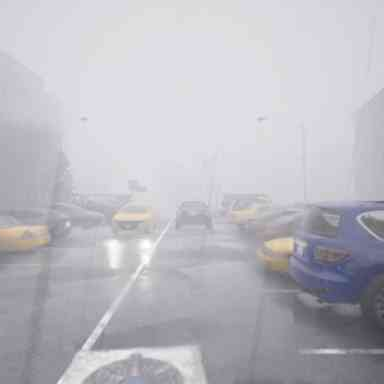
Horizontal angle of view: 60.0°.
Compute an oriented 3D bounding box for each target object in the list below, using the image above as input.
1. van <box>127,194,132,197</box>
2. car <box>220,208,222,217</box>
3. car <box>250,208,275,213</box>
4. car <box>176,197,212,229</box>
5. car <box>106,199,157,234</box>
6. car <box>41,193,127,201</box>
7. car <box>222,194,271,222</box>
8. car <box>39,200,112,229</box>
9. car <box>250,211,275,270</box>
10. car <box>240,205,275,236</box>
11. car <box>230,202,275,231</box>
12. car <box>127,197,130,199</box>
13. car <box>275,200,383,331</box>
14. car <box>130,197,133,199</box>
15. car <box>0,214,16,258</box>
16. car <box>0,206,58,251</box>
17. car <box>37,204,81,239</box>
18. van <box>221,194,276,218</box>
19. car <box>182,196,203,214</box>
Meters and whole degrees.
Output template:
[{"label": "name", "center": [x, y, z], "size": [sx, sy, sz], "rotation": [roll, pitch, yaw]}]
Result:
[{"label": "van", "center": [-7.777, 1.162, 31.089], "size": [4.442, 1.987, 1.878], "rotation": [0, 0, 0]}, {"label": "car", "center": [4.677, 1.352, 25.791], "size": [5.008, 1.535, 2.097], "rotation": [0, 0, 0]}, {"label": "car", "center": [4.674, 1.459, 11.835], "size": [4.674, 1.452, 2.002], "rotation": [0, 0, 0]}, {"label": "car", "center": [0.092, 1.243, 20.988], "size": [2.097, 1.767, 4.553], "rotation": [0, 0, 0]}, {"label": "car", "center": [-3.103, 1.381, 18.659], "size": [1.882, 1.535, 5.008], "rotation": [0, 0, 0]}, {"label": "car", "center": [-7.629, 1.112, 22.733], "size": [5.566, 2.045, 2.435], "rotation": [0, 0, 0]}, {"label": "car", "center": [4.641, 1.236, 23.001], "size": [4.553, 1.767, 2.185], "rotation": [0, 0, 0]}, {"label": "car", "center": [-7.627, 1.407, 19.941], "size": [4.792, 1.488, 2.163], "rotation": [0, 0, 0]}, {"label": "car", "center": [4.492, 1.430, 8.919], "size": [5.366, 1.575, 1.946], "rotation": [0, 0, 0]}, {"label": "car", "center": [4.672, 1.445, 14.502], "size": [4.674, 1.452, 2.002], "rotation": [0, 0, 0]}, {"label": "car", "center": [4.645, 1.420, 17.292], "size": [4.792, 1.488, 2.163], "rotation": [0, 0, 0]}, {"label": "car", "center": [-7.658, 1.353, 25.469], "size": [5.008, 1.535, 2.097], "rotation": [0, 0, 0]}, {"label": "car", "center": [4.706, 1.196, 6.252], "size": [5.566, 2.045, 2.435], "rotation": [0, 0, 0]}, {"label": "car", "center": [-7.689, 1.389, 28.301], "size": [4.792, 1.488, 2.163], "rotation": [0, 0, 0]}, {"label": "car", "center": [-7.682, 1.464, 8.765], "size": [4.792, 1.488, 2.163], "rotation": [0, 0, 0]}, {"label": "car", "center": [-7.839, 1.418, 11.560], "size": [5.366, 1.575, 1.946], "rotation": [0, 0, 0]}, {"label": "car", "center": [-7.684, 1.436, 14.353], "size": [4.792, 1.488, 2.163], "rotation": [0, 0, 0]}, {"label": "van", "center": [4.787, 1.135, 28.567], "size": [4.442, 1.987, 1.878], "rotation": [0, 0, 0]}, {"label": "car", "center": [0.107, 1.362, 36.084], "size": [2.097, 1.767, 4.553], "rotation": [0, -2, 1]}]
